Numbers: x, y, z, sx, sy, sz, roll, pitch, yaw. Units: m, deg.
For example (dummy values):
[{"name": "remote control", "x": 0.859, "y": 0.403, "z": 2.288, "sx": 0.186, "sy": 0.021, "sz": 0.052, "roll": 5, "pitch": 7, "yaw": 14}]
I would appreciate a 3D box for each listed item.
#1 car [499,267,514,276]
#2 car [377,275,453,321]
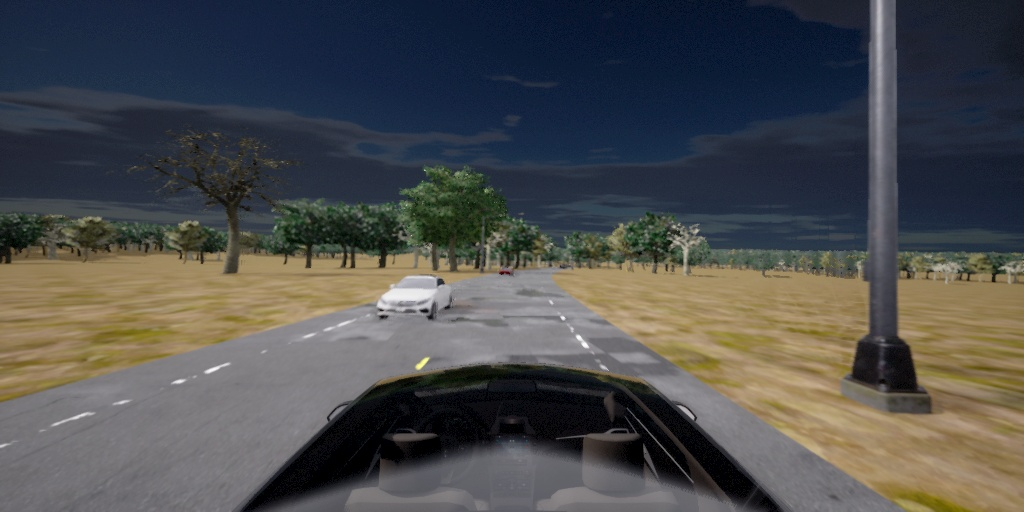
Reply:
[{"name": "car", "x": -0.850, "y": 2.365, "z": 54.098, "sx": 1.895, "sy": 1.301, "sz": 4.718, "roll": 1, "pitch": -1, "yaw": 6}, {"name": "car", "x": -3.428, "y": 1.444, "z": 13.524, "sx": 1.812, "sy": 1.442, "sz": 4.674, "roll": 1, "pitch": -1, "yaw": 1}]
